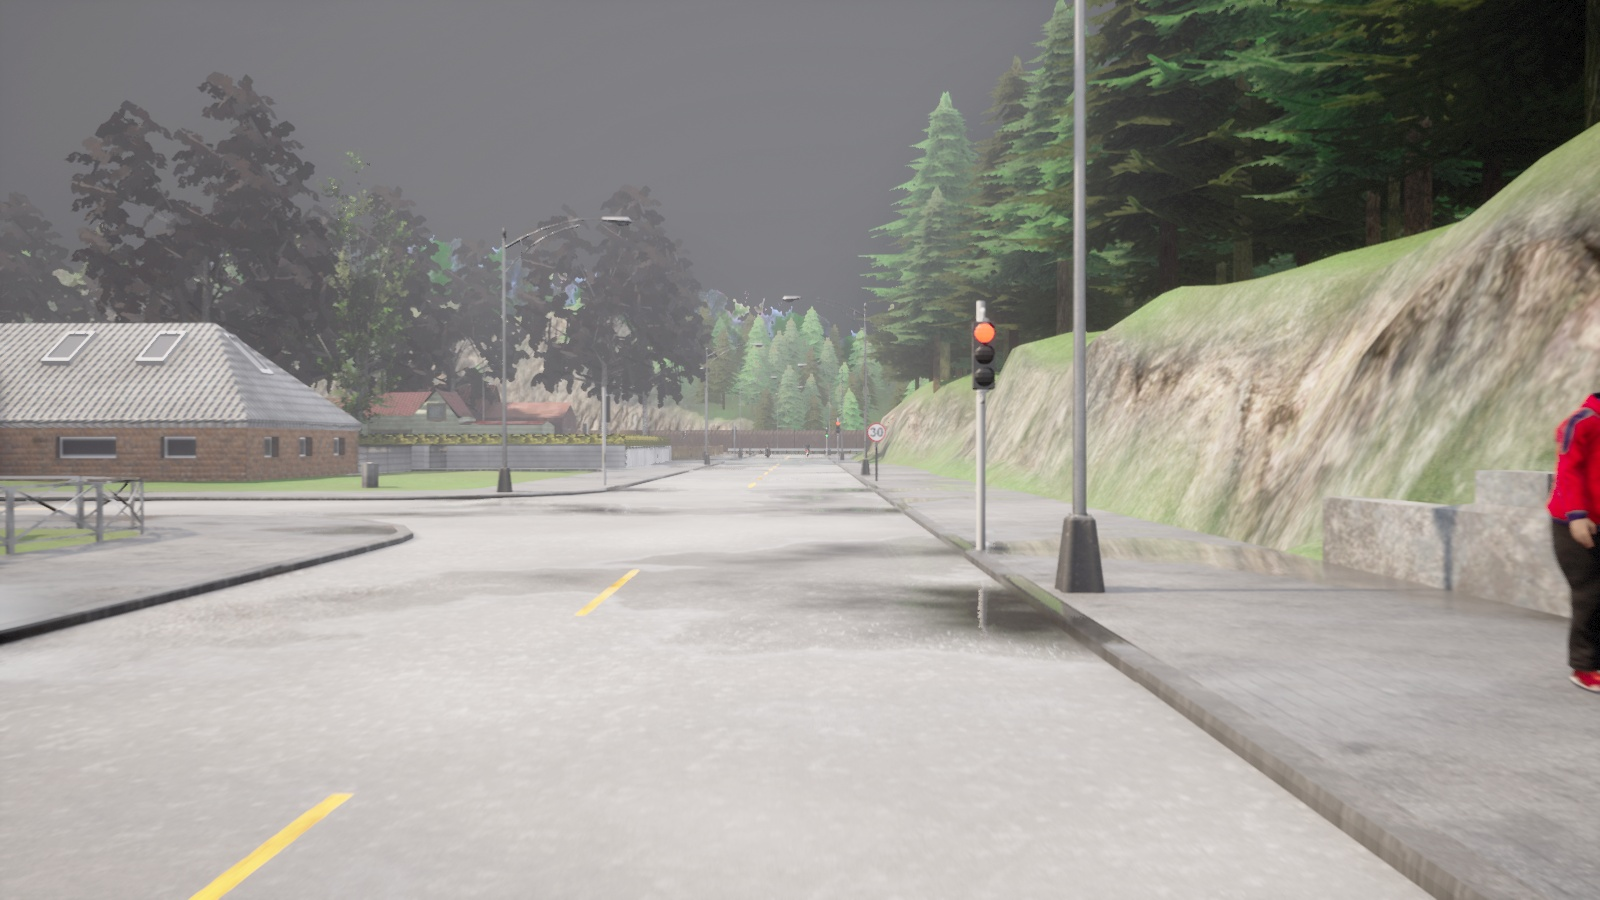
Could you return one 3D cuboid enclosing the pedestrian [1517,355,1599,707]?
[{"bbox_3d":[4.477,0.422,6.774,0.634,1.844,0.899,0,0,-9],"label":"pedestrian"}]
